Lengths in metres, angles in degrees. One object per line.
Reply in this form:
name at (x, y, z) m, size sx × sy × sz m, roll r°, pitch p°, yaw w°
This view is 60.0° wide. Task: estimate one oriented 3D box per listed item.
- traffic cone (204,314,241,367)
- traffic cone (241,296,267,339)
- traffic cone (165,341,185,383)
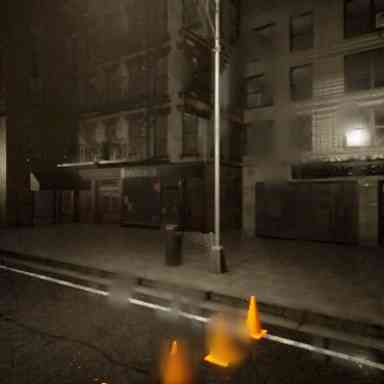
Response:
traffic cone at (0.394, 1.965, 4.520) m, size 0.340 × 0.580 × 0.340 m, roll 0°, pitch 0°, yaw 36°
traffic cone at (0.976, 1.966, 5.334) m, size 0.340 × 0.580 × 0.340 m, roll 0°, pitch 0°, yaw 36°
traffic cone at (-0.187, 1.965, 3.707) m, size 0.340 × 0.580 × 0.340 m, roll 0°, pitch 0°, yaw 36°
